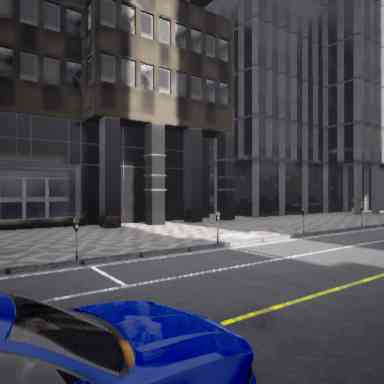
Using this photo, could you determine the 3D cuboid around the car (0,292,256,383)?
[{"bbox_3d":[-1.704,1.471,2.218,5.008,1.535,1.882,0,0,-35],"label":"car"}]
